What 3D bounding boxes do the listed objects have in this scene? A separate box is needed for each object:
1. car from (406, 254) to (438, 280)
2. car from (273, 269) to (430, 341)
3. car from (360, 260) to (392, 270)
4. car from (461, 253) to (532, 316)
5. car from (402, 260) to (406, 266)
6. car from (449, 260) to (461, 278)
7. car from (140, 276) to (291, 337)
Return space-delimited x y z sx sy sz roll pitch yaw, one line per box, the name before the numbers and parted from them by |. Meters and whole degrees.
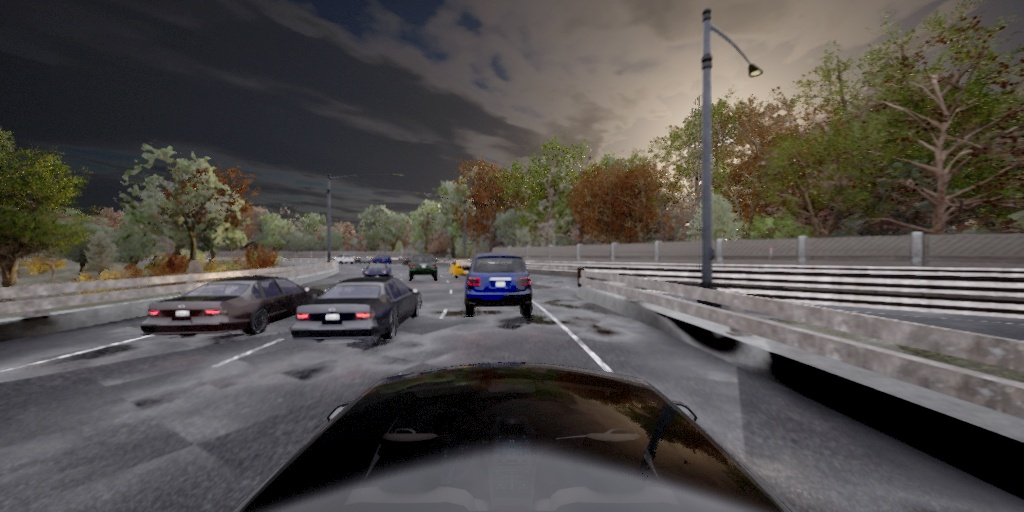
car | -7.341 0.864 29.591 2.150 2.045 5.566 0 0 -15
car | -3.793 1.272 9.757 2.033 1.411 5.357 0 0 -4
car | -10.800 1.256 29.005 1.895 1.301 4.718 0 0 -15
car | -0.642 0.919 13.315 2.150 2.045 5.566 0 0 -6
car | -17.174 1.088 60.755 1.994 1.385 4.181 0 0 -32
car | -4.419 1.099 31.922 1.882 1.535 5.008 -1 0 -17
car | -7.339 1.281 10.267 2.033 1.411 5.357 0 0 -5
